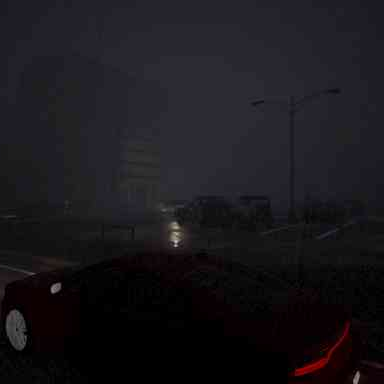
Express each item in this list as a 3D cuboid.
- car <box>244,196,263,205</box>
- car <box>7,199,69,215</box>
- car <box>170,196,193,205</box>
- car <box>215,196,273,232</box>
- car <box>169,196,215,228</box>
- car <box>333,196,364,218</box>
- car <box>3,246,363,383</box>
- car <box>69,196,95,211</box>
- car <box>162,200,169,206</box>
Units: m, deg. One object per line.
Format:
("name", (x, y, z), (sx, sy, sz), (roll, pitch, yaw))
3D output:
("car", (11.441, 1.526, 61.532), (1.812, 1.442, 4.674), (0, 0, 34))
("car", (-15.772, 1.546, 33.861), (2.033, 1.411, 5.357), (0, 0, 34))
("car", (-1.927, 1.525, 60.652), (1.812, 1.442, 4.674), (0, 0, 34))
("car", (3.270, 1.156, 19.088), (1.905, 1.878, 3.866), (0, 0, 34))
("car", (0.902, 1.153, 20.753), (1.932, 1.855, 4.605), (0, 0, 34))
("car", (15.288, 1.395, 32.049), (1.970, 1.475, 3.806), (0, 0, 34))
("car", (-0.565, 1.478, 4.390), (5.008, 1.535, 1.882), (0, 0, 35))
("car", (-14.590, 1.352, 41.909), (2.097, 1.767, 4.553), (0, 0, 34))
("car", (-2.763, 1.601, 53.217), (1.895, 1.301, 4.718), (0, 0, 34))
